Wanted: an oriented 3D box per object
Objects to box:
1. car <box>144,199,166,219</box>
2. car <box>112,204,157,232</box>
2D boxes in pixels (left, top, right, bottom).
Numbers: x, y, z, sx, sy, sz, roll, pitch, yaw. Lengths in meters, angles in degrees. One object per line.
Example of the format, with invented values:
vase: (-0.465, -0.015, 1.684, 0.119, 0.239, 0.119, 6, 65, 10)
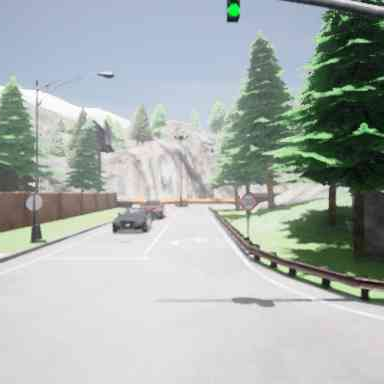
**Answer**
car: (-3.578, 1.501, 30.302, 2.097, 1.767, 4.553, 0, 0, 0)
car: (-3.594, 1.669, 20.612, 1.994, 1.385, 4.181, 0, 0, 0)
